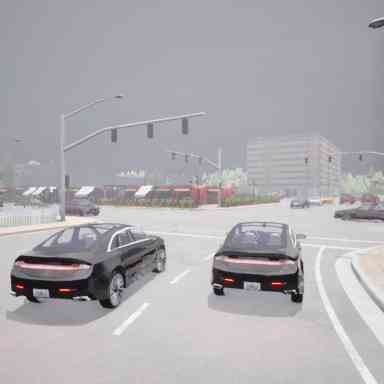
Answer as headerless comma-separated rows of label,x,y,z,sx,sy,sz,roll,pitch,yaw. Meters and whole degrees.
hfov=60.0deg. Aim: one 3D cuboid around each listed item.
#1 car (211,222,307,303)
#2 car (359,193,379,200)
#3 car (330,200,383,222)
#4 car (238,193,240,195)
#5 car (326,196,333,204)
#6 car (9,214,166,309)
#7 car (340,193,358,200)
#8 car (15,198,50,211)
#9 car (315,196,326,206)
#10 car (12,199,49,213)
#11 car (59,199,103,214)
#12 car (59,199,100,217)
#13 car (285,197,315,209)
car,1.783,1.492,8.358,2.128,1.511,4.902,0,0,17
car,32.108,1.221,60.299,2.150,2.045,5.566,0,0,32
car,13.810,1.584,25.464,5.357,1.411,2.033,0,0,32
car,11.527,1.209,88.628,4.605,1.855,1.932,0,0,32
car,25.683,1.478,63.429,1.882,1.535,5.008,0,0,32
car,-2.035,1.492,7.980,2.128,1.511,4.902,0,0,12
car,29.018,1.221,61.957,2.150,2.045,5.566,0,0,32
car,-20.365,1.581,42.508,4.674,1.442,1.812,0,0,32
car,20.318,1.526,54.846,1.812,1.442,4.674,0,0,32
car,-18.117,1.619,36.966,4.181,1.385,1.994,0,0,32
car,-12.563,1.547,37.617,4.902,1.511,2.128,0,0,32
car,-11.003,1.619,32.491,4.181,1.385,1.994,0,0,33
car,15.146,1.491,46.470,2.128,1.511,4.902,0,0,32
